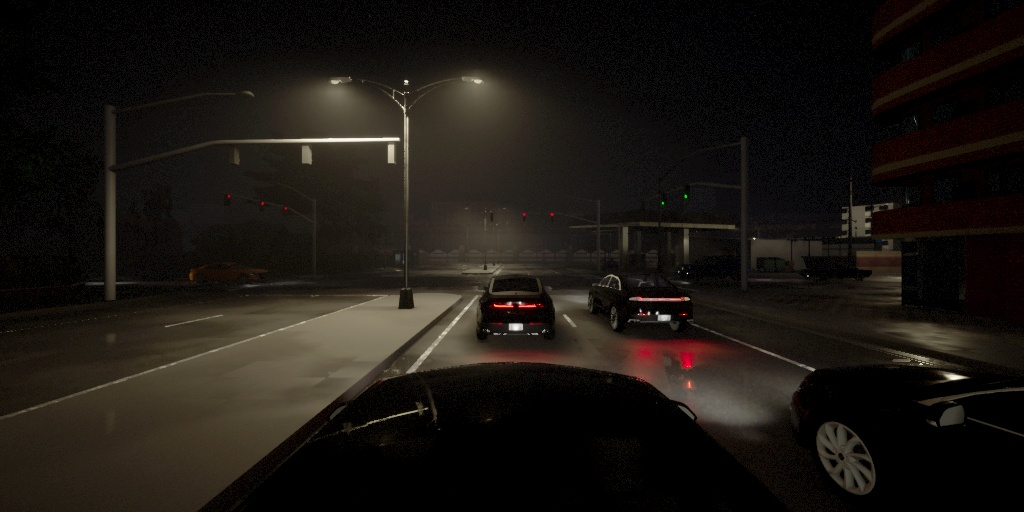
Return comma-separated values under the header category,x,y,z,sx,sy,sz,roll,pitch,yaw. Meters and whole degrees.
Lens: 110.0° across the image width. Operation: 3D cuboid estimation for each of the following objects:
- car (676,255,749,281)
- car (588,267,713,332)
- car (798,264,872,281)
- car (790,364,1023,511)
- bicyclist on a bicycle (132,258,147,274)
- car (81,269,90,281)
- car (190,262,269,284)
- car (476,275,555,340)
category,x,y,z,sx,sy,sz,roll,pitch,yaw
car,16.633,0.972,29.861,5.566,2.045,2.150,0,0,-1
car,3.602,1.242,10.865,2.128,1.511,4.902,0,0,0
car,26.941,1.351,30.009,4.718,1.301,1.895,0,0,-1
car,3.600,1.255,1.457,1.837,1.490,4.892,0,0,0
bicyclist on a bicycle,-38.228,1.053,36.739,0.582,1.620,1.656,0,0,0
car,-34.025,1.242,26.281,4.902,1.511,2.128,0,0,0
car,-20.680,1.227,26.361,5.008,1.535,1.882,0,0,0
car,0.096,1.255,10.010,1.837,1.490,4.892,0,0,0
